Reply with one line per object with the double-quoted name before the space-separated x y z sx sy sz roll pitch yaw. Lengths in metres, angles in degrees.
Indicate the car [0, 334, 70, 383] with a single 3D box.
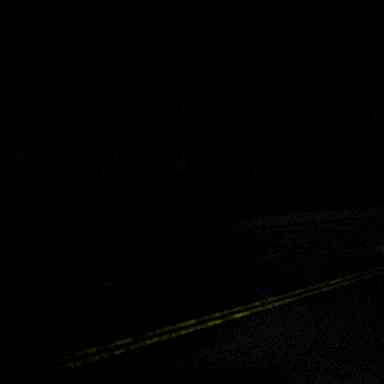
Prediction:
"car" -2.869 1.608 1.392 4.718 1.301 1.895 0 0 -36
